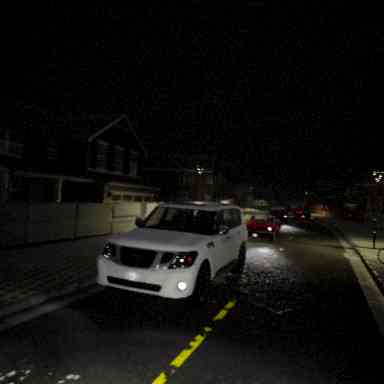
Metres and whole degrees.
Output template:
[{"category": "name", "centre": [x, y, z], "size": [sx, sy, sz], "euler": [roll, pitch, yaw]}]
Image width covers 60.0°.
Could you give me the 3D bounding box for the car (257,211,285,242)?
[{"category": "car", "centre": [4.023, 1.983, 19.274], "size": [1.895, 1.301, 4.718], "euler": [3, 0, 20]}]

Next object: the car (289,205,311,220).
[{"category": "car", "centre": [13.339, 2.590, 40.679], "size": [1.837, 1.490, 4.892], "euler": [4, 0, 12]}]

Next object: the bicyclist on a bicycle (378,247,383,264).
[{"category": "bicyclist on a bicycle", "centre": [7.422, 1.834, 11.585], "size": [1.656, 1.620, 0.582], "euler": [3, -1, 22]}]

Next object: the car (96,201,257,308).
[{"category": "car", "centre": [-0.048, 1.278, 8.677], "size": [2.150, 2.045, 5.566], "euler": [3, 0, 22]}]

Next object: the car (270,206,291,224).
[{"category": "car", "centre": [8.576, 2.349, 33.197], "size": [1.895, 1.301, 4.718], "euler": [3, 0, 16]}]
